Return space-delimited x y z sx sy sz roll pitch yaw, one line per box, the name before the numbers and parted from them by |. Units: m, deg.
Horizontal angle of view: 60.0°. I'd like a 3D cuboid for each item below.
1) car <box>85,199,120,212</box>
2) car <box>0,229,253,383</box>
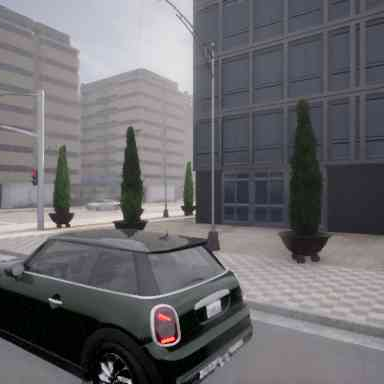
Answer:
car | -10.819 1.581 40.597 1.812 1.442 4.674 0 0 35
car | -1.476 1.353 5.046 4.553 1.767 2.097 0 0 35
